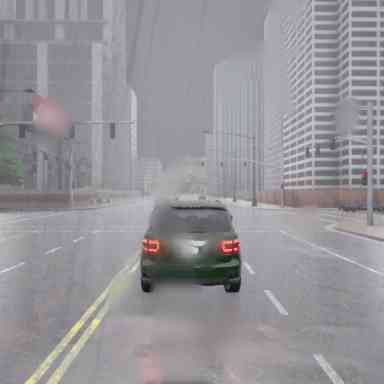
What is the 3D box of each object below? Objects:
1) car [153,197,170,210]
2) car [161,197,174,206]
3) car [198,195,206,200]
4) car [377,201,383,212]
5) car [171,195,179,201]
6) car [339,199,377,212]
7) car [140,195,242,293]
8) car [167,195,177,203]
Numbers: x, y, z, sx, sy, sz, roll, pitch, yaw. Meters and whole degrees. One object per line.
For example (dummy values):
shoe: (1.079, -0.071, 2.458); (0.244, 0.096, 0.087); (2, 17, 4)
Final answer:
car: (-3.964, 1.504, 44.292); (1.837, 1.490, 4.892); (0, 0, 0)
car: (-4.056, 1.526, 56.207); (1.812, 1.442, 4.674); (0, 0, 0)
car: (2.733, 1.500, 90.625); (1.837, 1.490, 4.892); (0, 0, 0)
car: (22.133, 1.477, 33.917); (5.008, 1.535, 1.882); (0, 0, -1)
car: (-4.191, 1.471, 81.766); (1.882, 1.535, 5.008); (0, 0, 0)
car: (19.464, 1.547, 37.382); (5.357, 1.411, 2.033); (0, 0, -1)
car: (-0.021, 1.221, 9.015); (2.150, 2.045, 5.566); (0, 0, 0)
car: (-4.085, 1.477, 69.439); (1.882, 1.535, 5.008); (0, 0, 0)
